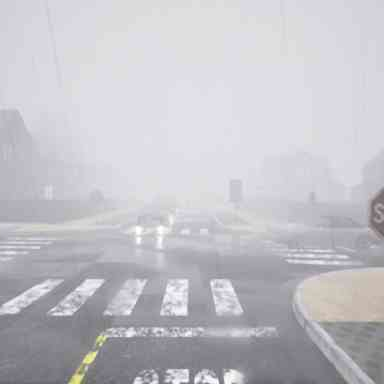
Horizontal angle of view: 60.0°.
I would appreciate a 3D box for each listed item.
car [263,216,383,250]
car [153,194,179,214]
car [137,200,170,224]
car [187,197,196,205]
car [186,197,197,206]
[{"bbox_3d":[5.500,1.667,14.123,4.718,1.301,1.895,1,1,-8],"label":"car"},{"bbox_3d":[-2.903,1.270,35.924,2.150,2.045,5.566,0,0,0],"label":"car"},{"bbox_3d":[-2.889,1.540,24.855,1.812,1.442,4.674,0,0,0],"label":"car"},{"bbox_3d":[-0.108,1.755,66.909,1.837,1.490,4.892,0,0,0],"label":"car"},{"bbox_3d":[-0.091,1.734,56.900,1.994,1.385,4.181,0,0,0],"label":"car"}]
